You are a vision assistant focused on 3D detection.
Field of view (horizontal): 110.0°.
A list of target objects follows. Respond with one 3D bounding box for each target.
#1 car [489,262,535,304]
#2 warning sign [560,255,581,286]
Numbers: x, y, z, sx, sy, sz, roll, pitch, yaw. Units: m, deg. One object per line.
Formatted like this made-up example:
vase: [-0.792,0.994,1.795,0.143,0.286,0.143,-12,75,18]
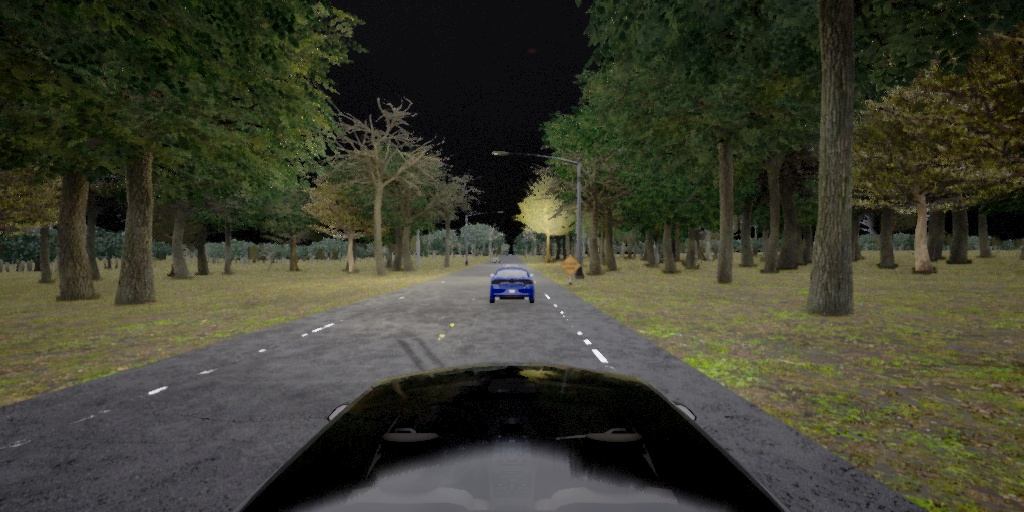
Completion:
car: [0.000,1.235,16.500,1.882,1.535,5.008,0,0,0]
warning sign: [3.550,0.864,21.845,1.300,1.860,1.060,0,0,0]
